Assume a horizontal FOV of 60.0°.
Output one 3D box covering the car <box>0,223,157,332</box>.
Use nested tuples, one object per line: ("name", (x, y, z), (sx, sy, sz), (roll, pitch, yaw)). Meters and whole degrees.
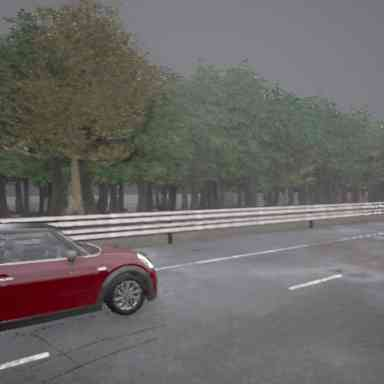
("car", (-2.888, 1.348, 5.987), (4.553, 1.767, 2.097), (0, 0, -36))
